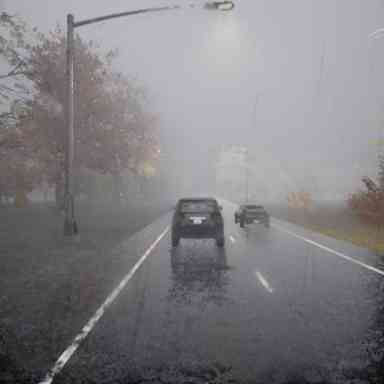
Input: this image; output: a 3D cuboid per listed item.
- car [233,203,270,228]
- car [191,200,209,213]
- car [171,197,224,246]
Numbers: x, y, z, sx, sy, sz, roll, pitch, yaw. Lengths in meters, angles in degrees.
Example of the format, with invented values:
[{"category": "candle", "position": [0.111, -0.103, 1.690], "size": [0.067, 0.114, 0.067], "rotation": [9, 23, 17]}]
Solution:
[{"category": "car", "position": [3.918, 1.522, 22.269], "size": [1.837, 1.490, 4.892], "rotation": [0, 0, 1]}, {"category": "car", "position": [0.940, 1.630, 38.513], "size": [1.895, 1.301, 4.718], "rotation": [0, 0, 2]}, {"category": "car", "position": [0.266, 1.233, 15.488], "size": [2.150, 2.045, 5.566], "rotation": [0, 0, 1]}]
